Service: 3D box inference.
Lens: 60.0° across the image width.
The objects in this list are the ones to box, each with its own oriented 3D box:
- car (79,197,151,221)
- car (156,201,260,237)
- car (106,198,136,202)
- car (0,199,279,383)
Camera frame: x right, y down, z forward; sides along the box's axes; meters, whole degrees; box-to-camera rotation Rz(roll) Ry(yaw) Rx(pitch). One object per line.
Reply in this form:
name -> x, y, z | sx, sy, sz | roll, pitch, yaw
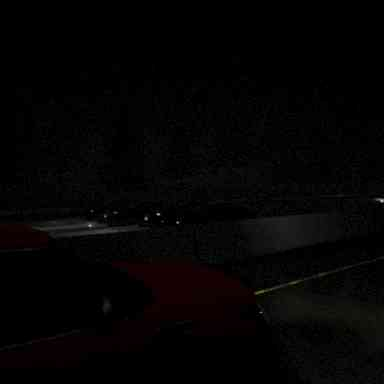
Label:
car -> -5.851, 1.242, 25.615 | 5.008, 1.535, 1.882 | -2, 1, -35
car -> 0.972, 1.291, 17.584 | 5.357, 1.411, 2.033 | -2, 1, -35
car -> -3.601, 1.249, 22.919 | 4.902, 1.511, 2.128 | -2, 1, -35
car -> -1.813, 1.225, 2.453 | 5.566, 2.045, 2.150 | -2, 1, -35
